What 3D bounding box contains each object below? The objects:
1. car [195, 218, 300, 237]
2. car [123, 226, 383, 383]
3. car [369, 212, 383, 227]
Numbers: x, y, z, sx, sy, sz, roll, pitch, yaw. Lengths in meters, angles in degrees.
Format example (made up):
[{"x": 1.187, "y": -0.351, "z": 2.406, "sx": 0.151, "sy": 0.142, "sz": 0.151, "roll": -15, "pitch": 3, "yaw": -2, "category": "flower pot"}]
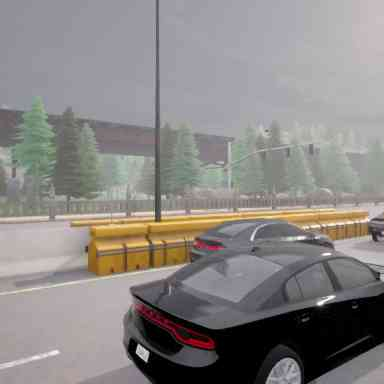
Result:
[{"x": 2.192, "y": 1.506, "z": 9.610, "sx": 4.892, "sy": 1.490, "sz": 1.837, "roll": 0, "pitch": 0, "yaw": -35, "category": "car"}, {"x": 1.512, "y": 1.478, "z": 4.823, "sx": 5.008, "sy": 1.535, "sz": 1.882, "roll": 0, "pitch": 0, "yaw": -36, "category": "car"}, {"x": 9.950, "y": 1.491, "z": 15.145, "sx": 4.902, "sy": 1.511, "sz": 2.128, "roll": 0, "pitch": 0, "yaw": -36, "category": "car"}]
